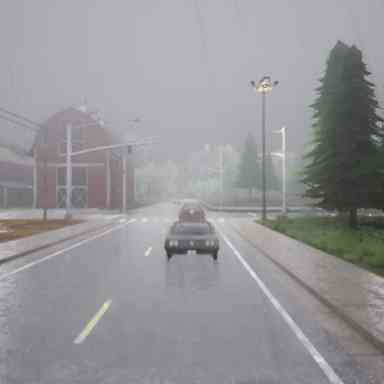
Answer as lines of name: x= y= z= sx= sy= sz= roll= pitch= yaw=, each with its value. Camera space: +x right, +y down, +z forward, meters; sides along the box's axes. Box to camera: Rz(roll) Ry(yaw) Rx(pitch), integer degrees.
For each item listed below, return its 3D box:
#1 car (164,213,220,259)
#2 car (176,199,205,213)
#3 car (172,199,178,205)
car: x=0.012 y=1.746 z=13.228 sx=1.895 sy=1.301 sz=4.718 roll=0 pitch=-1 yaw=0
car: x=-0.042 y=1.658 z=28.402 sx=2.097 sy=1.767 sz=4.553 roll=0 pitch=-1 yaw=-1
car: x=-3.514 y=2.366 z=77.442 sx=1.812 sy=1.442 sz=4.674 roll=0 pitch=-1 yaw=0
